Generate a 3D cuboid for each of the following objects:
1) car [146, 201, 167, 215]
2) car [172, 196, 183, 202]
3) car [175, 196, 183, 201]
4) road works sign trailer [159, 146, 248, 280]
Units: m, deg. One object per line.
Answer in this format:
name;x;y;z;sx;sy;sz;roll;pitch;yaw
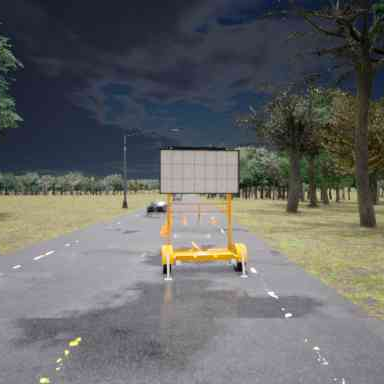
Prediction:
car;-3.587;1.612;34.635;1.895;1.301;4.718;0;0;0
car;-3.470;1.562;75.207;2.033;1.411;5.357;0;0;0
car;-3.464;1.718;89.983;1.994;1.385;4.181;0;0;0
road works sign trailer;0.200;0.461;10.005;2.380;3.560;2.880;0;0;-8
